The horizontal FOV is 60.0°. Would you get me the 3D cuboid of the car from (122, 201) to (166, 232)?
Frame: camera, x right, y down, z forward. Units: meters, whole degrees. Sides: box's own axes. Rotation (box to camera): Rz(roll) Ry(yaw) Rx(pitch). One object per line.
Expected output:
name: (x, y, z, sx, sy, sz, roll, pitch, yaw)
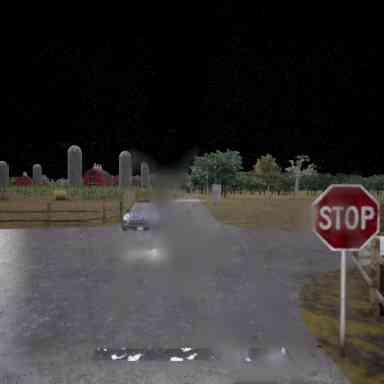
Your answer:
car: (-2.751, 1.339, 19.876, 2.097, 1.767, 4.553, 0, 0, 0)
